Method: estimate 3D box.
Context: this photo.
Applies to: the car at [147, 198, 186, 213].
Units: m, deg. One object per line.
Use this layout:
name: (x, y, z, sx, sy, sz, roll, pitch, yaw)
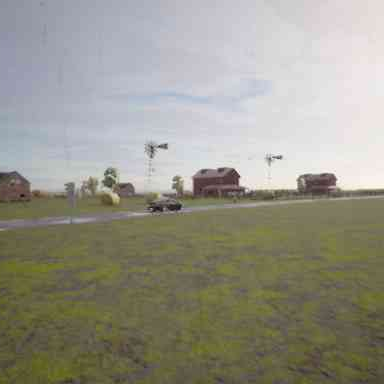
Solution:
car: (-2.661, 1.452, 35.792, 1.837, 1.490, 4.892, 0, 1, 38)
